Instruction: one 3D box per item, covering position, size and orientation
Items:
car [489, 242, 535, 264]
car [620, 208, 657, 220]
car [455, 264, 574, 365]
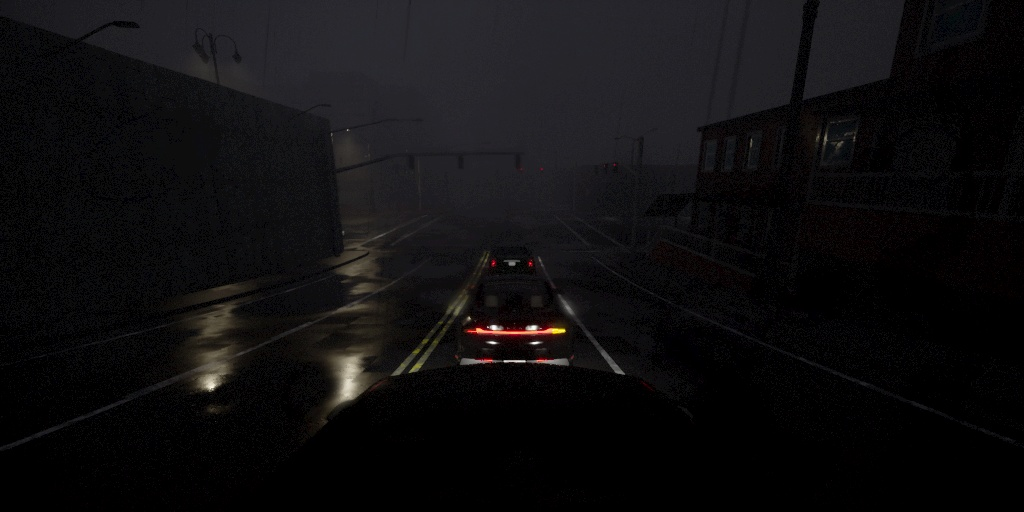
[{"bbox_3d":[0.009,0.085,17.463,2.097,1.767,4.553,0,7,0],"label":"car"},{"bbox_3d":[16.258,-5.502,46.100,4.674,1.442,1.812,0,12,0],"label":"car"},{"bbox_3d":[0.050,1.121,7.213,1.837,1.490,4.892,0,2,0],"label":"car"}]
